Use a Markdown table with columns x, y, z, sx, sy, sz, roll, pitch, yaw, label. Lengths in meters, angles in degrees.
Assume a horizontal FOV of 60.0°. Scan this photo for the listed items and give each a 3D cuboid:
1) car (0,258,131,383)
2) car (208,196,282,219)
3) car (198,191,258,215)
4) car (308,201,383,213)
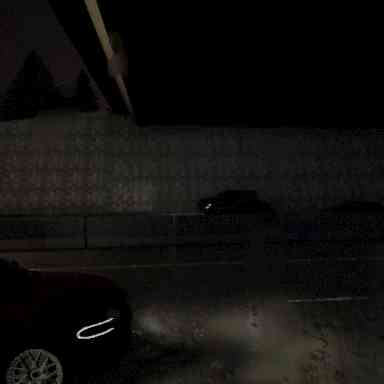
| x | y | z | sx | sy | sz | roll | pitch | yaw | label |
| --- | --- | --- | --- | --- | --- | --- | --- | --- | --- |
| -3.310 | 1.474 | 4.144 | 5.008 | 1.535 | 1.882 | 0 | 1 | -6 | car |
| 3.744 | 1.253 | 22.684 | 4.674 | 1.442 | 1.812 | -1 | 1 | -6 | car |
| 3.032 | 1.052 | 26.140 | 4.553 | 1.767 | 2.097 | -1 | 1 | -6 | car |
| 9.650 | 1.237 | 19.809 | 5.357 | 1.411 | 2.033 | -1 | 1 | -6 | car |
